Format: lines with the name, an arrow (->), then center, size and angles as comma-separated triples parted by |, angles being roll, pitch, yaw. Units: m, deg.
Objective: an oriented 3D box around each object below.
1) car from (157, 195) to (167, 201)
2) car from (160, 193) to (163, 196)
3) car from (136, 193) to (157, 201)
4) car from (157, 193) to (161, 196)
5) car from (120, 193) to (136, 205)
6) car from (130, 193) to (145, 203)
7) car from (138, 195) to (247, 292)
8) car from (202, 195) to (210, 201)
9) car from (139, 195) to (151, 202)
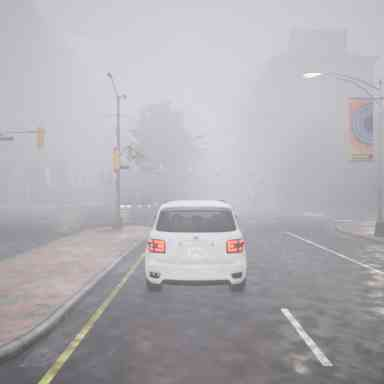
car -> -7.754, 1.552, 86.243 | 1.994, 1.385, 4.181 | 0, 0, 0
car -> -7.783, 1.225, 76.427 | 2.150, 2.045, 5.566 | 0, 0, 0
car -> -7.916, 1.352, 57.926 | 2.097, 1.767, 4.553 | 0, 0, 0
car -> -7.834, 1.526, 66.811 | 1.812, 1.442, 4.674 | 0, 0, 1
car -> -11.399, 1.491, 59.705 | 2.128, 1.511, 4.902 | 0, 0, 1
car -> -11.302, 1.225, 69.624 | 2.150, 2.045, 5.566 | 0, 0, 0
car -> 0.096, 1.221, 9.048 | 2.150, 2.045, 5.566 | 0, 0, 0
car -> 3.756, 1.540, 89.897 | 2.033, 1.411, 5.357 | 0, 0, 0
car -> -11.272, 1.525, 80.062 | 2.128, 1.511, 4.902 | 0, 0, 0
